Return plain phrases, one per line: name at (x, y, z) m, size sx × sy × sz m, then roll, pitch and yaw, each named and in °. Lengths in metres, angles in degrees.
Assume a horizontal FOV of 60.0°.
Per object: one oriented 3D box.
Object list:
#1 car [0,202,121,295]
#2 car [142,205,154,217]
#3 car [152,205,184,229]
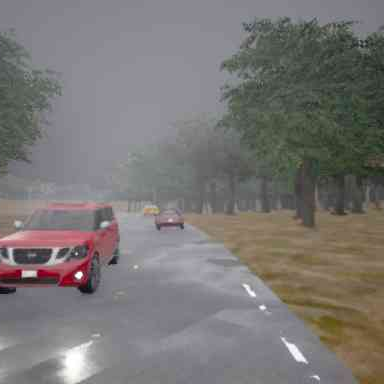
car at (-3.401, 1.329, 9.381) m, size 2.150 × 2.045 × 5.566 m, roll 1°, pitch -1°, yaw -4°
car at (-5.493, 2.422, 43.546) m, size 1.882 × 1.535 × 5.008 m, roll 0°, pitch -2°, yaw -14°
car at (-1.760, 1.954, 24.895) m, size 1.994 × 1.385 × 4.181 m, roll 0°, pitch -1°, yaw -8°
